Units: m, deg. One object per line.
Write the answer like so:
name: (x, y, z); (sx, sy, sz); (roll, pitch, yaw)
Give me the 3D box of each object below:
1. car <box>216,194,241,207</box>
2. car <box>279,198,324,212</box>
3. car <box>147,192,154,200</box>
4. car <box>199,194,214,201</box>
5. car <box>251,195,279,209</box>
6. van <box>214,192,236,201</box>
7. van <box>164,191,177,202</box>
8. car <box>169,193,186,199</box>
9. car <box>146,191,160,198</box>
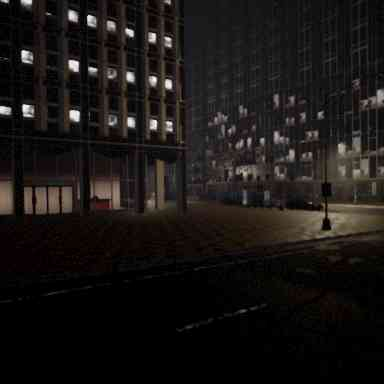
car: (5.781, 1.293, 45.658); (1.947, 1.339, 4.313); (-1, 1, -34)
car: (12.154, 1.397, 36.243); (1.947, 1.339, 4.313); (-1, 1, -34)
car: (-10.261, 1.013, 69.112); (2.008, 1.369, 4.403); (-1, 1, -34)
car: (3.082, 1.009, 64.484); (1.802, 1.307, 4.206); (-1, 1, -34)
car: (8.951, 1.361, 40.940); (1.802, 1.307, 4.206); (-1, 1, -34)
van: (6.299, 0.821, 59.796); (1.690, 1.788, 3.998); (-1, 1, -34)
van: (-3.826, 0.910, 59.739); (1.690, 1.788, 3.998); (-1, 1, -34)
car: (-3.353, 0.902, 73.855); (1.802, 1.307, 4.206); (-1, 1, -34)
car: (-9.788, 0.652, 83.223); (1.967, 1.590, 4.097); (-1, 1, -34)
